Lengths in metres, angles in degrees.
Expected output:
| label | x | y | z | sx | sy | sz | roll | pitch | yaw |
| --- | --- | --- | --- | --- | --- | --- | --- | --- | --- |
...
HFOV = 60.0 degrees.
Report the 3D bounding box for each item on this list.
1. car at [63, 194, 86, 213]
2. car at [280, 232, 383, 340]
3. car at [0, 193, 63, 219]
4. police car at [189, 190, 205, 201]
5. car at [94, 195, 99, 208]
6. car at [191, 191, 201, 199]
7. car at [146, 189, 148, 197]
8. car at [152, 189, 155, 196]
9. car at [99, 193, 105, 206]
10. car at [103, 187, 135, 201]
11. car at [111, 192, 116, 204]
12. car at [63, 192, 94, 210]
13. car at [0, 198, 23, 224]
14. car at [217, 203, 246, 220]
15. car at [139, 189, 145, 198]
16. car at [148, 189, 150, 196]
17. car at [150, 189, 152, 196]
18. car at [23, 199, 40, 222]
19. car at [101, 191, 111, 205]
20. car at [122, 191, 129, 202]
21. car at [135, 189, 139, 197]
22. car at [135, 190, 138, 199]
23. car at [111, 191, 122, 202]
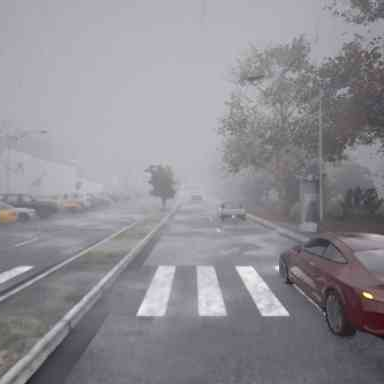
| label | x | y | z | sx | sy | sz | roll | pitch | yaw |
| --- | --- | --- | --- | --- | --- | --- | --- | --- | --- |
| car | -13.657 | 1.354 | 33.180 | 5.366 | 1.575 | 1.946 | -1 | 0 | -20 |
| car | 3.100 | 1.507 | 6.460 | 1.812 | 1.442 | 4.674 | 0 | 0 | 0 |
| car | -13.811 | 1.159 | 27.125 | 5.566 | 2.045 | 2.435 | -1 | 0 | -20 |
| police car | 0.903 | 0.839 | 61.960 | 1.930 | 1.638 | 5.238 | 0 | 1 | 0 |
| car | -13.851 | 1.321 | 39.108 | 4.792 | 1.488 | 2.163 | -1 | 1 | -20 |
| car | 0.903 | 0.609 | 71.825 | 2.097 | 1.767 | 4.553 | 0 | 1 | 0 |
| car | -13.830 | 0.503 | 81.127 | 4.553 | 1.767 | 2.185 | -1 | 1 | -20 |
| car | -13.818 | 0.277 | 90.123 | 5.566 | 2.045 | 2.435 | -1 | 1 | -20 |
| car | -13.826 | 1.293 | 42.132 | 4.674 | 1.452 | 2.002 | -1 | 0 | -20 |
| car | -13.790 | 0.686 | 60.145 | 5.566 | 2.045 | 2.435 | -1 | 1 | -20 |
| car | -13.822 | 1.194 | 48.131 | 4.674 | 1.452 | 2.002 | -1 | 1 | -20 |
| car | -13.856 | 1.077 | 36.105 | 5.566 | 2.045 | 2.435 | -1 | 1 | -20 |
| car | -14.009 | 1.436 | 21.034 | 5.366 | 1.575 | 1.946 | -1 | 1 | -20 |
| car | 3.101 | 1.518 | 26.967 | 1.895 | 1.301 | 4.718 | 0 | 0 | 0 |
| car | -13.830 | 0.494 | 72.113 | 5.566 | 2.045 | 2.435 | -1 | 1 | -20 |
| car | -13.802 | 0.594 | 84.138 | 4.892 | 1.521 | 2.231 | -1 | 0 | -20 |
| car | -13.818 | 0.589 | 87.123 | 4.792 | 1.488 | 2.163 | -1 | 1 | -20 |
| car | -13.840 | 1.464 | 24.107 | 4.674 | 1.452 | 2.002 | -1 | 0 | -20 |
| car | -13.853 | 1.078 | 45.118 | 4.553 | 1.767 | 2.185 | -1 | 1 | -20 |
| car | -13.787 | 1.019 | 57.147 | 4.792 | 1.488 | 2.163 | -1 | 1 | -20 |
| car | -13.980 | 0.837 | 66.067 | 5.366 | 1.575 | 1.946 | -1 | 1 | -20 |
| car | -13.635 | 0.879 | 63.201 | 5.366 | 1.575 | 1.946 | -1 | 1 | -20 |
| car | -13.810 | 1.101 | 51.131 | 5.008 | 1.535 | 2.097 | -1 | 1 | -20 |
